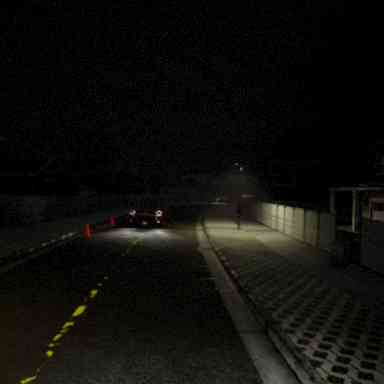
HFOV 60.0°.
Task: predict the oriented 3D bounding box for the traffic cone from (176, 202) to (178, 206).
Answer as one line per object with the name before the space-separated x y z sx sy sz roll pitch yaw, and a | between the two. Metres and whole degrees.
traffic cone | -2.249 1.829 51.044 0.340 0.580 0.340 1 0 12

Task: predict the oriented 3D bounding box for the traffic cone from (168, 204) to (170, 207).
traffic cone | -3.216 1.812 45.997 0.340 0.580 0.340 1 0 9

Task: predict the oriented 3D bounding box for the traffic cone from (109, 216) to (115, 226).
traffic cone | -4.967 1.803 20.693 0.340 0.580 0.340 1 0 0

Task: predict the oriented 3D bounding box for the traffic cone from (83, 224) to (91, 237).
traffic cone | -4.932 1.812 15.634 0.340 0.580 0.340 1 0 -1

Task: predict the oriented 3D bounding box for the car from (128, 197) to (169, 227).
car | -2.717 1.248 21.646 2.097 1.767 4.553 1 0 1

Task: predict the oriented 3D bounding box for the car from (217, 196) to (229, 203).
car | 6.696 1.539 71.312 1.882 1.535 5.008 1 0 19
